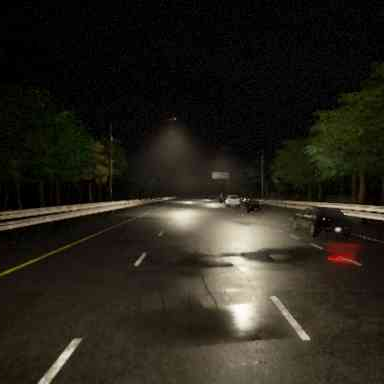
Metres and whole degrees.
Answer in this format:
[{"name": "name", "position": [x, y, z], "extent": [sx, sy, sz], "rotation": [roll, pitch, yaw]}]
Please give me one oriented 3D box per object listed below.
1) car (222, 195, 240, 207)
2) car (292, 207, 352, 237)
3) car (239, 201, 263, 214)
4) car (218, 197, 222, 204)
[{"name": "car", "position": [7.186, 1.645, 59.166], "extent": [2.150, 2.045, 5.566], "rotation": [0, -1, 0]}, {"name": "car", "position": [7.019, 1.574, 18.396], "extent": [1.837, 1.490, 4.892], "rotation": [0, 0, 0]}, {"name": "car", "position": [7.084, 1.762, 39.107], "extent": [1.812, 1.442, 4.674], "rotation": [0, -1, 0]}, {"name": "car", "position": [7.345, 1.931, 79.424], "extent": [2.097, 1.767, 4.553], "rotation": [0, -1, 0]}]
